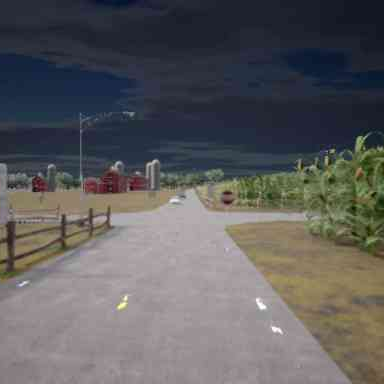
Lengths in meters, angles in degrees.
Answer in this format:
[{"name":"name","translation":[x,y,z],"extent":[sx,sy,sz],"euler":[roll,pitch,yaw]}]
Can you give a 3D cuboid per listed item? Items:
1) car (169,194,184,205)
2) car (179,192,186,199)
[{"name":"car","translation":[-2.759,1.484,55.172],"extent":[1.812,1.442,4.674],"euler":[0,1,0]},{"name":"car","translation":[-2.769,1.000,92.806],"extent":[2.150,2.045,5.566],"euler":[0,0,0]}]
